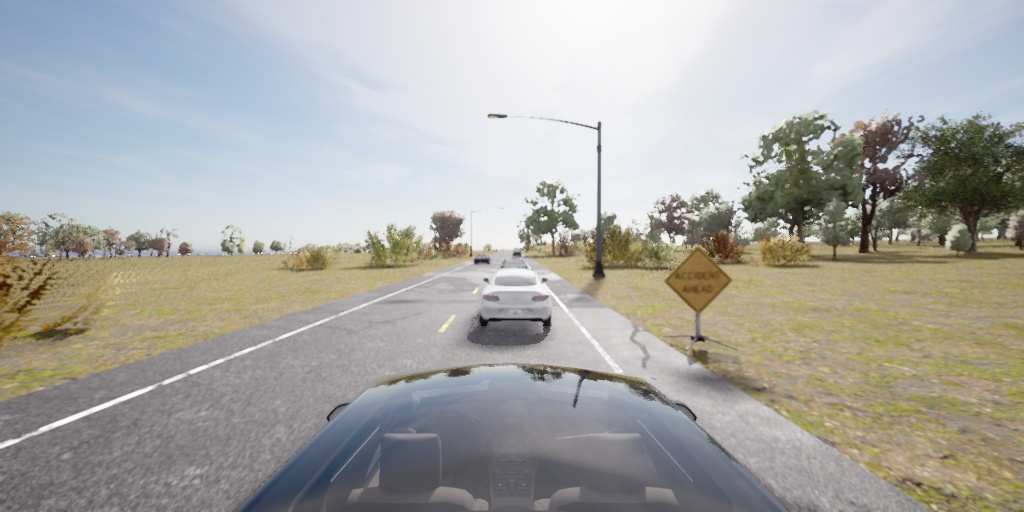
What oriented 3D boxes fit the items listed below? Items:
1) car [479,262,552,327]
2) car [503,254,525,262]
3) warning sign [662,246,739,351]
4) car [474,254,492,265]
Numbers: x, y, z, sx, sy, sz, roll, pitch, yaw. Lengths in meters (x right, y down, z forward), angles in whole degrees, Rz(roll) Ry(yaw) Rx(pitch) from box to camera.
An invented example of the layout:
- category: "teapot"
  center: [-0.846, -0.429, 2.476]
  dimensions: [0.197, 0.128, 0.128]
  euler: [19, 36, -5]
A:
- category: "car"
  center: [0.098, 1.070, 10.547]
  dimensions: [1.812, 1.442, 4.674]
  euler: [0, 2, 0]
- category: "car"
  center: [0.142, 0.773, 26.514]
  dimensions: [1.895, 1.301, 4.718]
  euler: [0, 1, 0]
- category: "warning sign"
  center: [3.563, 0.747, 6.873]
  dimensions: [1.300, 1.860, 1.060]
  euler: [0, 0, 0]
- category: "car"
  center: [-3.492, 0.384, 42.973]
  dimensions: [1.895, 1.301, 4.718]
  euler: [0, 1, 0]
